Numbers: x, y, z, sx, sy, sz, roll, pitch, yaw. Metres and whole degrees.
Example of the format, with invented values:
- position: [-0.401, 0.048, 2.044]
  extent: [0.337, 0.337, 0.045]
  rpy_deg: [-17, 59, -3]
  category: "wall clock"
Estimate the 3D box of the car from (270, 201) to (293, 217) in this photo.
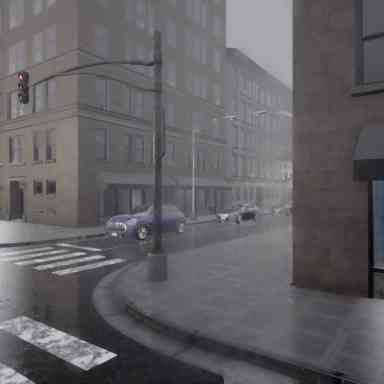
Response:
- position: [9.729, 1.684, 34.450]
  extent: [2.128, 1.511, 4.902]
  rpy_deg: [0, 0, 35]
  category: "car"

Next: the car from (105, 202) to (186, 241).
- position: [-2.335, 1.432, 17.538]
  extent: [2.097, 1.767, 4.553]
  rpy_deg: [0, 0, 36]
  category: "car"

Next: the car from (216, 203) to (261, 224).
- position: [3.681, 1.629, 25.951]
  extent: [2.128, 1.511, 4.902]
  rpy_deg: [0, 0, 36]
  category: "car"
